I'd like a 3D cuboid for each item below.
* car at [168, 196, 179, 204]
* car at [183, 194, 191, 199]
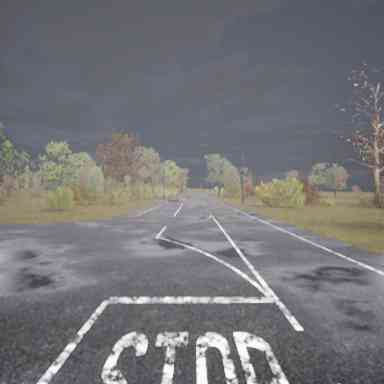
[{"bbox_3d":[-3.396,1.480,62.955,1.994,1.385,4.181,0,0,0],"label":"car"},{"bbox_3d":[-1.588,1.371,95.194,2.033,1.411,5.357,0,0,7],"label":"car"}]
